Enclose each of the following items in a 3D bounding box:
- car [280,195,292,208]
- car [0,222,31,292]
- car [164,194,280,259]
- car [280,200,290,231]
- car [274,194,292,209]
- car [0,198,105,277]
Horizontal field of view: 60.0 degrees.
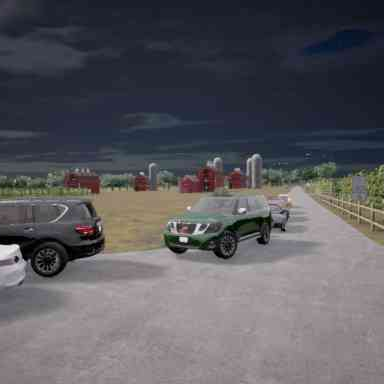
[{"bbox_3d":[6.215,1.242,24.770,1.882,1.535,5.008,0,0,17],"label":"car"},{"bbox_3d":[-5.821,1.614,6.404,4.674,1.442,1.812,-2,1,-29],"label":"car"},{"bbox_3d":[1.271,1.112,12.702,2.150,2.045,5.566,0,0,34],"label":"car"},{"bbox_3d":[4.376,1.386,19.032,1.994,1.385,4.181,0,0,17],"label":"car"},{"bbox_3d":[10.925,1.088,39.679,1.882,1.535,5.008,0,0,18],"label":"car"},{"bbox_3d":[-5.385,1.230,9.616,5.566,2.045,2.150,-1,1,-4],"label":"car"}]
